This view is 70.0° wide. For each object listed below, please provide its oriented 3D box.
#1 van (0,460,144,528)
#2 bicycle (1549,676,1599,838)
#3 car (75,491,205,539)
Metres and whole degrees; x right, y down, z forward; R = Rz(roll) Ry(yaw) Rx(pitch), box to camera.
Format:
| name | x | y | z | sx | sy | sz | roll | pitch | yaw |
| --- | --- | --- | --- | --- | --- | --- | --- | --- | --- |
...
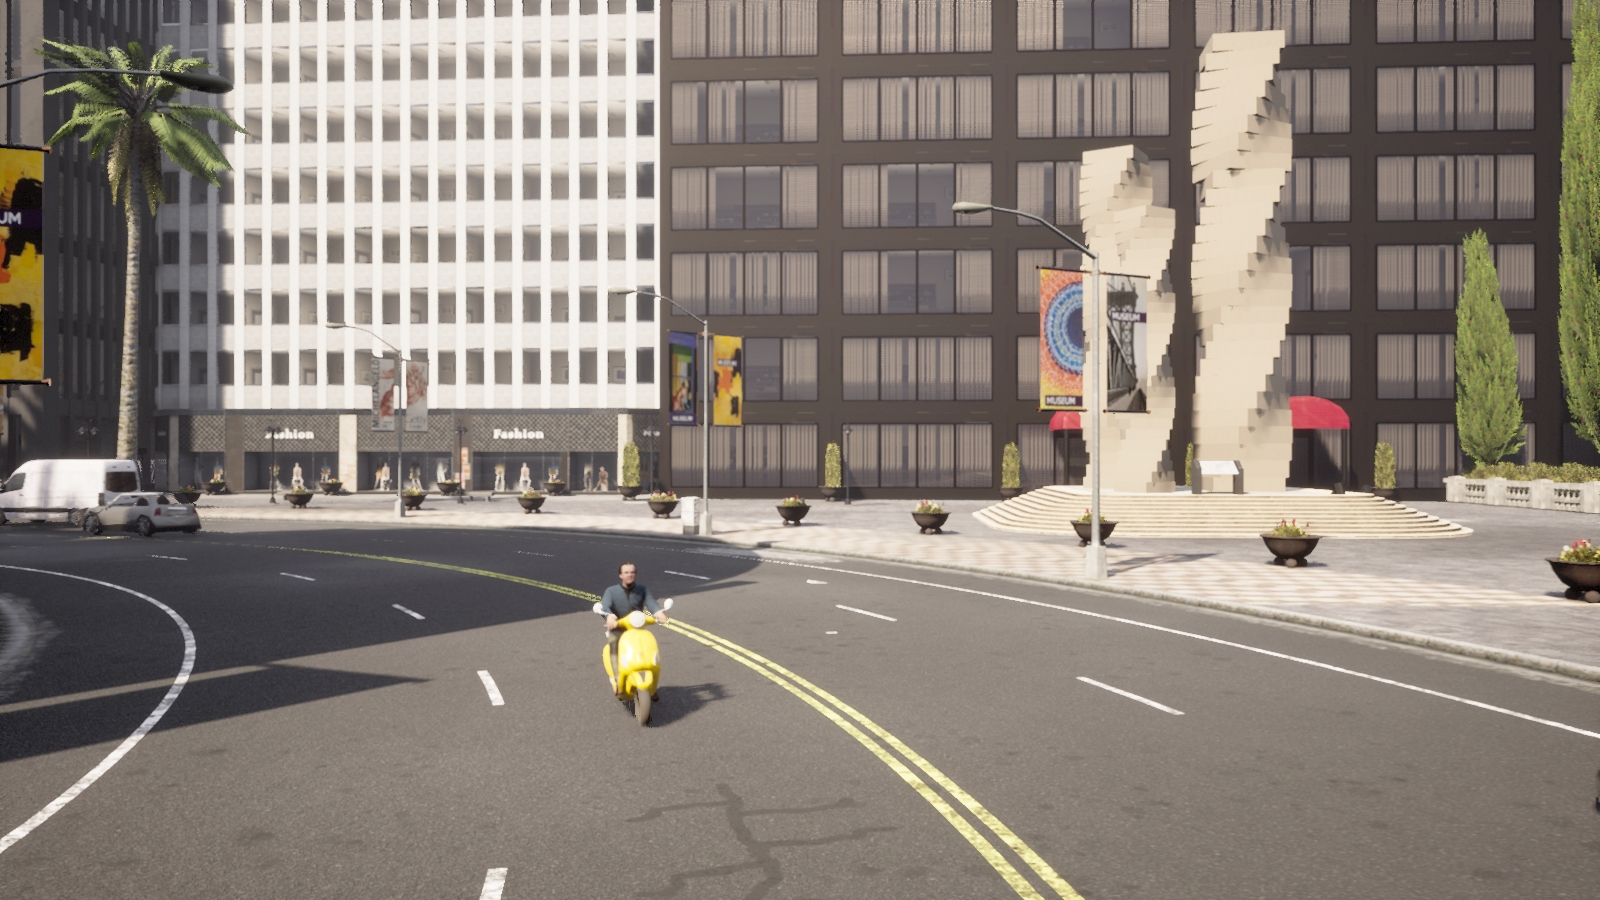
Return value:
| name | x | y | z | sx | sy | sz | roll | pitch | yaw |
| --- | --- | --- | --- | --- | --- | --- | --- | --- | --- |
| van | -28.886 | 1.664 | 44.544 | 5.915 | 2.561 | 1.988 | 0 | -1 | 12 |
| bicycle | 6.289 | 2.284 | 8.102 | 0.859 | 1.080 | 1.487 | 0 | 0 | -9 |
| car | -22.563 | 2.178 | 39.093 | 3.806 | 1.475 | 1.970 | 0 | 0 | 24 |
